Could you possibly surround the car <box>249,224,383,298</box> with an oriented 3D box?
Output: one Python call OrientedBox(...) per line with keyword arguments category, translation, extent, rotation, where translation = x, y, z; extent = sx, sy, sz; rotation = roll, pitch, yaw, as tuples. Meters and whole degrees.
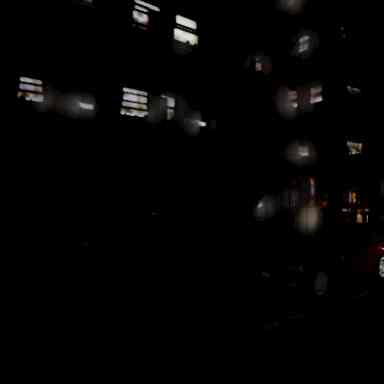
OrientedBox(category="car", translation=(3.436, 1.559, 8.548), extent=(4.507, 1.381, 1.887), rotation=(0, 0, -35))
